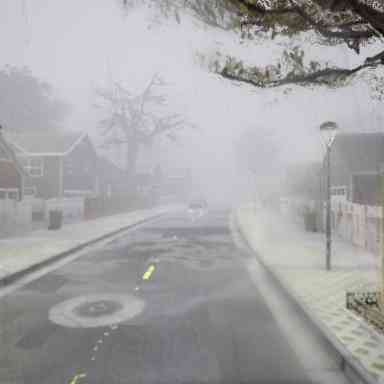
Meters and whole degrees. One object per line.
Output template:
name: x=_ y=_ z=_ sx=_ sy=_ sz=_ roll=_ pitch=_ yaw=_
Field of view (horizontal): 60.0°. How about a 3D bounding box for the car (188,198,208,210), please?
car: x=0.793 y=1.405 z=41.022 sx=2.033 sy=1.411 sz=5.357 roll=0 pitch=0 yaw=10
